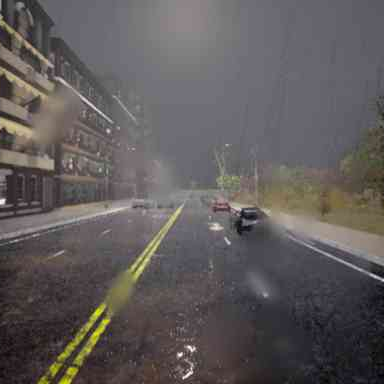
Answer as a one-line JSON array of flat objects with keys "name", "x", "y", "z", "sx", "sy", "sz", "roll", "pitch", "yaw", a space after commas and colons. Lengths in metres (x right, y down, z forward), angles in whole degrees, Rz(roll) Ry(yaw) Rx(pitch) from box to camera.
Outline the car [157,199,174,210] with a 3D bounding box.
[{"name": "car", "x": -3.328, "y": 1.592, "z": 43.102, "sx": 1.994, "sy": 1.385, "sz": 4.181, "roll": 0, "pitch": 0, "yaw": 0}]

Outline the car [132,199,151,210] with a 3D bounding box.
[{"name": "car", "x": -6.576, "y": 1.575, "z": 43.671, "sx": 2.033, "sy": 1.411, "sz": 5.357, "roll": 0, "pitch": 0, "yaw": 0}]

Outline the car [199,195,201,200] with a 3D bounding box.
[{"name": "car", "x": 3.246, "y": 1.553, "z": 74.378, "sx": 2.163, "sy": 1.488, "sz": 4.792, "roll": 0, "pitch": 0, "yaw": 0}]

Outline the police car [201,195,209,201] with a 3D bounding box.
[{"name": "police car", "x": 3.245, "y": 1.482, "z": 85.458, "sx": 1.930, "sy": 1.638, "sz": 5.238, "roll": 0, "pitch": 0, "yaw": 0}]

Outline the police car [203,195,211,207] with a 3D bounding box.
[{"name": "police car", "x": 3.247, "y": 1.539, "z": 52.347, "sx": 2.038, "sy": 1.542, "sz": 4.974, "roll": 0, "pitch": 0, "yaw": 0}]

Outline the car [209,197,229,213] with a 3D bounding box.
[{"name": "car", "x": 3.349, "y": 1.586, "z": 38.146, "sx": 1.994, "sy": 1.385, "sz": 4.181, "roll": 0, "pitch": 0, "yaw": 0}]

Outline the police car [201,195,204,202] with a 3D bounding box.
[{"name": "police car", "x": 3.247, "y": 1.547, "z": 63.348, "sx": 2.038, "sy": 1.542, "sz": 4.974, "roll": 0, "pitch": 0, "yaw": 0}]

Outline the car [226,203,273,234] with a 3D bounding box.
[{"name": "car", "x": 3.350, "y": 1.577, "z": 19.386, "sx": 1.994, "sy": 1.385, "sz": 4.181, "roll": 0, "pitch": 0, "yaw": 0}]
